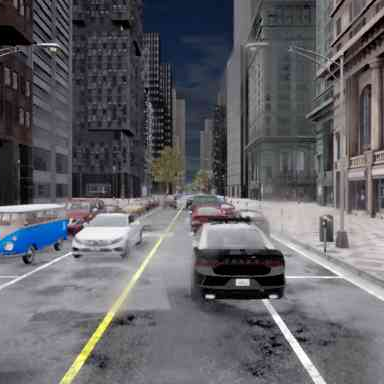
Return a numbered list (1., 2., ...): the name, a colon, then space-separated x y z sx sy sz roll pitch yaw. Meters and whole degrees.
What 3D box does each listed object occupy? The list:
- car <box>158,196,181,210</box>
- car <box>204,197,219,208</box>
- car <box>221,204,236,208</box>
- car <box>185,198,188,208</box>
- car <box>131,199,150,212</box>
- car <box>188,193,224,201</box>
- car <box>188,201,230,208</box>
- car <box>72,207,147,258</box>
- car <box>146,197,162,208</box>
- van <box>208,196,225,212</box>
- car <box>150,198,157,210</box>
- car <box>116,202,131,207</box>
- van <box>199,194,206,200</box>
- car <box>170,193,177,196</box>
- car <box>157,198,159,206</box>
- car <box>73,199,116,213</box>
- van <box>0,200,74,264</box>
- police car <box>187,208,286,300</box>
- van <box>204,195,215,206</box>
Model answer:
1. car: -2.895 1.551 44.110 2.033 1.411 5.357 0 0 0
2. car: 2.898 1.550 50.150 1.887 1.381 4.507 0 0 0
3. car: 2.813 1.552 17.000 2.008 1.369 4.403 0 0 0
4. car: 0.143 1.509 47.417 1.837 1.490 4.892 0 0 1
5. car: -5.693 1.528 33.443 1.752 1.417 4.829 0 0 0
6. car: 0.958 1.226 24.499 2.150 2.045 5.566 0 0 0
7. car: 0.871 1.479 18.458 1.882 1.535 5.008 0 0 -1
8. car: -3.056 1.526 12.825 1.812 1.442 4.674 0 0 0
9. car: -5.657 1.550 50.189 1.887 1.381 4.507 0 0 0
10. van: 2.871 1.344 39.101 1.690 1.788 3.998 0 0 0
11. car: -5.681 1.548 39.138 1.887 1.381 4.507 0 0 0
12. car: -5.717 1.546 22.562 1.887 1.381 4.507 0 0 0
13. van: 2.990 1.375 93.660 1.690 1.788 3.998 0 0 0
14. car: -5.555 1.554 88.112 1.752 1.417 4.829 0 0 0
15. car: -5.669 1.549 44.663 1.887 1.381 4.507 0 0 0
16. car: -5.728 1.316 17.036 2.192 1.841 5.009 0 0 0
17. van: -5.740 1.342 11.511 1.690 1.788 3.998 0 0 0
18. police car: 0.920 1.426 8.578 1.930 1.638 5.238 0 0 0
19. van: 2.913 1.348 55.675 1.690 1.788 3.998 0 0 0
